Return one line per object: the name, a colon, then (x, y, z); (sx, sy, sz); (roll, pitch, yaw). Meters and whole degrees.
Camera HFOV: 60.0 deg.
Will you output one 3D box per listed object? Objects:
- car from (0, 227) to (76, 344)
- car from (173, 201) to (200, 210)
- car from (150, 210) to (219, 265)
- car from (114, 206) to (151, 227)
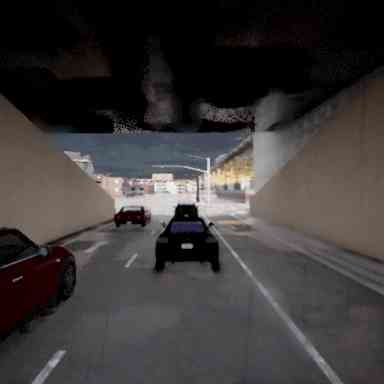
car: (-3.578, 1.355, 5.465); (2.097, 1.767, 4.553); (0, 0, 0)
car: (-0.446, 1.450, 26.274); (1.837, 1.490, 4.892); (0, 0, -2)
car: (-0.166, 1.539, 11.623); (1.994, 1.385, 4.181); (0, 0, -1)
car: (-3.865, 1.568, 22.402); (1.895, 1.301, 4.718); (0, 0, -1)
